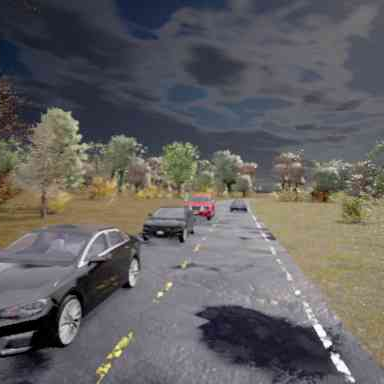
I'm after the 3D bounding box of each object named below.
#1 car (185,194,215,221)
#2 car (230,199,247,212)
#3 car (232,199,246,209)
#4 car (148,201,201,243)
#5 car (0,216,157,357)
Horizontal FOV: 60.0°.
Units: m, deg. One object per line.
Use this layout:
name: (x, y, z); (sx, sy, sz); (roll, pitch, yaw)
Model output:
car: (0.710, 1.192, 27.929); (2.150, 2.045, 5.566); (2, 0, 8)
car: (5.648, 1.660, 40.088); (1.994, 1.385, 4.181); (2, 0, 8)
car: (7.130, 1.718, 50.545); (1.895, 1.301, 4.718); (2, 0, 7)
car: (-0.967, 1.421, 16.280); (1.882, 1.535, 5.008); (2, 0, 8)
car: (-2.385, 1.409, 6.307); (2.128, 1.511, 4.902); (2, 0, 8)
